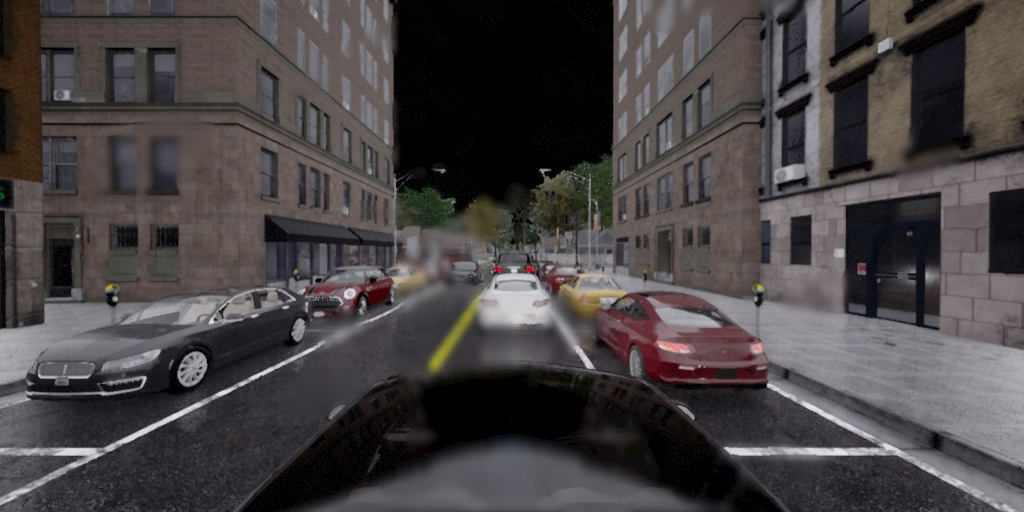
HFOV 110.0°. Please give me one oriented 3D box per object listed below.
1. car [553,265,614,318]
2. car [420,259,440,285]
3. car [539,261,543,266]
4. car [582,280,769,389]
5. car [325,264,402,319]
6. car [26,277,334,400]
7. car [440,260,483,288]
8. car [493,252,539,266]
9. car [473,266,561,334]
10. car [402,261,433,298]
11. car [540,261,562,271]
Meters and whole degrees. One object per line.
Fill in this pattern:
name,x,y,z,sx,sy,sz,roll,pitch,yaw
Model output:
car,2.639,1.160,12.174,1.751,1.417,4.829,0,0,0
car,-5.384,0.955,23.040,1.967,1.591,4.097,0,0,0
car,2.641,1.097,23.040,1.802,1.307,4.207,0,0,0
car,2.637,1.278,6.486,1.802,1.307,4.207,0,0,0
car,-5.387,1.075,12.003,1.967,1.591,4.097,0,0,0
car,-5.388,1.246,6.485,2.007,1.370,4.403,0,0,0
car,-2.829,1.033,21.779,1.837,1.490,4.892,0,1,0
car,0.103,0.770,19.956,2.150,2.045,5.566,0,1,0
car,0.100,1.181,10.179,1.812,1.442,4.674,0,1,0
car,-5.385,1.100,17.351,1.751,1.417,4.829,0,0,0
car,2.640,1.120,17.522,1.888,1.381,4.507,0,0,0
